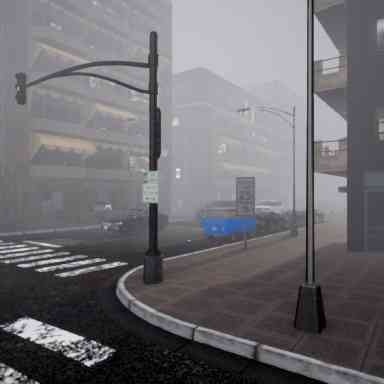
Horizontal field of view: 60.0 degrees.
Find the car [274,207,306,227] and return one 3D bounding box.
[{"bbox_3d":[8.514,2.158,27.906,1.802,1.307,4.206,-1,-2,35],"label":"car"}]

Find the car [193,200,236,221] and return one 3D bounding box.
[{"bbox_3d":[2.647,1.749,29.551,2.150,2.045,5.566,0,-1,37],"label":"car"}]

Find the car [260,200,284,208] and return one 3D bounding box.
[{"bbox_3d":[8.843,1.955,38.253,2.150,2.045,5.566,0,-1,36],"label":"car"}]

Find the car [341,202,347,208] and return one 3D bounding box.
[{"bbox_3d":[40.111,3.376,86.737,1.752,1.417,4.829,-1,-2,35],"label":"car"}]

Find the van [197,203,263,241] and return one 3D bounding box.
[{"bbox_3d":[2.230,1.704,18.786,1.690,1.788,3.998,-1,-2,35],"label":"van"}]

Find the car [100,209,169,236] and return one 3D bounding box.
[{"bbox_3d":[-3.490,1.815,20.939,2.128,1.511,4.902,0,-1,35],"label":"car"}]

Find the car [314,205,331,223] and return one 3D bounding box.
[{"bbox_3d":[11.725,2.233,32.422,2.008,1.369,4.403,-1,-2,35],"label":"car"}]

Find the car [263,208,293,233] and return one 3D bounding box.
[{"bbox_3d":[5.304,2.035,23.393,1.947,1.339,4.313,-1,-2,35],"label":"car"}]

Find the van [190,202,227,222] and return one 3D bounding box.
[{"bbox_3d":[1.681,1.903,32.708,1.690,1.788,3.998,-1,-2,35],"label":"van"}]

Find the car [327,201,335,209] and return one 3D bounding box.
[{"bbox_3d":[27.364,2.729,68.821,2.192,1.841,5.009,-1,-2,35],"label":"car"}]

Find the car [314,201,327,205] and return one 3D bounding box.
[{"bbox_3d":[24.155,2.890,64.301,1.802,1.307,4.206,-1,-2,35],"label":"car"}]
